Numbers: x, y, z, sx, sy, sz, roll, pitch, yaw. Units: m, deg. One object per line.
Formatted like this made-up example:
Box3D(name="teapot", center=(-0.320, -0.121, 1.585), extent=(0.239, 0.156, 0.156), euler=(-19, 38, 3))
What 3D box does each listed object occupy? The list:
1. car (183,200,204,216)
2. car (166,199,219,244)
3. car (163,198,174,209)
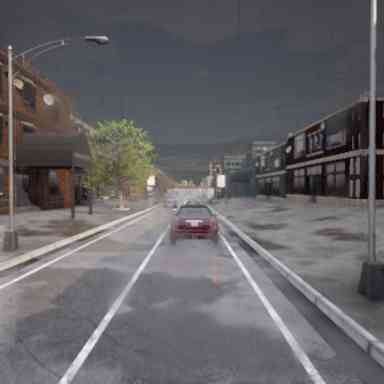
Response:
Box3D(name="car", center=(0.113, 1.612, 34.537), extent=(2.033, 1.411, 5.357), euler=(0, 0, 0))
Box3D(name="car", center=(0.106, 1.360, 15.973), extent=(2.097, 1.767, 4.553), euler=(0, 0, 0))
Box3D(name="car", center=(-3.059, 1.606, 47.274), extent=(1.812, 1.442, 4.674), euler=(0, 0, 0))
